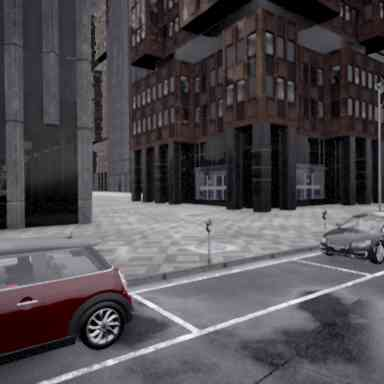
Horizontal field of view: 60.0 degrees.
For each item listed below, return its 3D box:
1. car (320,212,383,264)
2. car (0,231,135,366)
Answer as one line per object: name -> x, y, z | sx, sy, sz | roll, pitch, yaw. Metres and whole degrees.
car -> 6.009, 1.375, 10.976 | 4.403, 1.369, 2.008 | -1, 1, -36
car -> -2.968, 1.439, 4.532 | 4.097, 1.590, 1.967 | -1, 1, -36
